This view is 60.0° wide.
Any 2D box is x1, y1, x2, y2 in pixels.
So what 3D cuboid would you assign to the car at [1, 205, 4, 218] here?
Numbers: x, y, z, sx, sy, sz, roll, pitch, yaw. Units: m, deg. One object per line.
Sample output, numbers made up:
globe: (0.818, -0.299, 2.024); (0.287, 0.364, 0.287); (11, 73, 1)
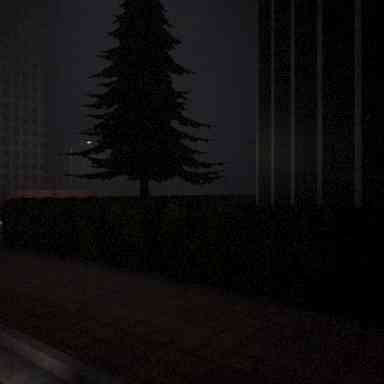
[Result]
car: (-13.118, 1.557, 28.389); (1.837, 1.490, 4.892); (0, 0, 36)
